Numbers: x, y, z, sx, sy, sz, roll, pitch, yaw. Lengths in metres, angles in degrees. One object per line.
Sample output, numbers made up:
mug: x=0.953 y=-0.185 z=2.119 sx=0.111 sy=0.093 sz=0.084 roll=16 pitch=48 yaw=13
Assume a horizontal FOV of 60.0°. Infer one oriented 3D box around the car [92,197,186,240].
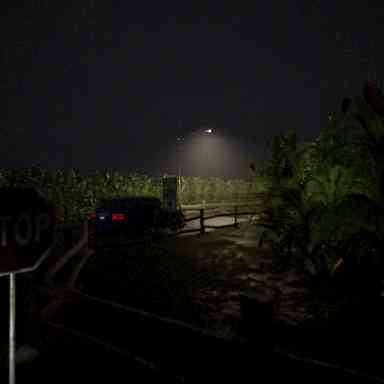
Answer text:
car: x=-2.602 y=1.279 z=17.642 sx=2.150 sy=2.045 sz=5.566 roll=0 pitch=0 yaw=36
